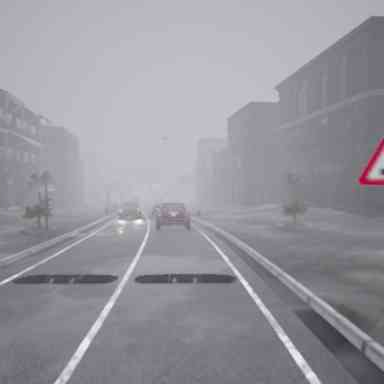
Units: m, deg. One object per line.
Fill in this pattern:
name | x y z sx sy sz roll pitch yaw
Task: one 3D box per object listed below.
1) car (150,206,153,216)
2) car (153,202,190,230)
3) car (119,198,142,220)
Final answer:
car | -3.919 2.067 39.963 1.837 1.490 4.892 0 -2 -9
car | -1.332 1.429 22.057 2.097 1.767 4.553 0 -1 -6
car | -5.857 1.677 31.852 2.097 1.767 4.553 0 -2 -9
